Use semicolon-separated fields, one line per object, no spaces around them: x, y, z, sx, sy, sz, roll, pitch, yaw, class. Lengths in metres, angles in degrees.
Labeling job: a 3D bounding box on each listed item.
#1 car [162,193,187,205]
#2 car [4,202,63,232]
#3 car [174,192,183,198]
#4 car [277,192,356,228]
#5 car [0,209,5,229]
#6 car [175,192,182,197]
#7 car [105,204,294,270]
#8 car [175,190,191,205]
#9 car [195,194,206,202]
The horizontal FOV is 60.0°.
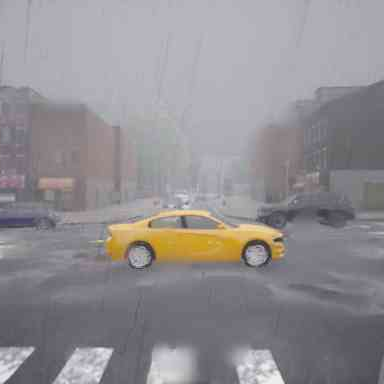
-1.921;1.190;33.762;2.128;1.511;4.902;0;1;1;car
-10.205;1.394;19.709;4.553;1.767;2.097;0;-1;-7;car
-3.606;0.761;89.289;2.008;1.369;4.403;1;0;1;car
6.549;1.042;19.472;5.566;2.045;2.150;-1;-1;0;car
-10.006;1.506;12.920;4.181;1.385;1.994;0;-1;1;car
-3.611;0.719;91.263;1.752;1.417;4.829;1;0;1;car
0.074;1.262;9.580;5.008;1.535;1.882;-1;-1;1;car
-1.642;0.782;48.599;2.150;2.045;5.566;0;0;1;car
1.533;0.986;60.437;2.033;1.411;5.357;0;1;-2;car
